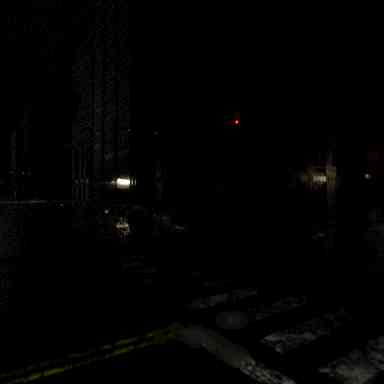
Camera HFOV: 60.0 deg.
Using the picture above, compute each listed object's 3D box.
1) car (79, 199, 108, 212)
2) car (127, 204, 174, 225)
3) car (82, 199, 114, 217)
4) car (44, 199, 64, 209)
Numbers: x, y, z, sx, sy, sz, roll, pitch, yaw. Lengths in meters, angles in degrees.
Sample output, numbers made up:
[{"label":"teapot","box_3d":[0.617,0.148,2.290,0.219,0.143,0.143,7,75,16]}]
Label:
[{"label":"car","box_3d":[-13.081,1.701,43.952,2.128,1.511,4.902,1,-1,-35]},{"label":"car","box_3d":[-3.176,1.611,24.493,1.812,1.442,4.674,1,-1,-37]},{"label":"car","box_3d":[-9.447,1.626,33.313,2.128,1.511,4.902,1,-1,-35]},{"label":"car","box_3d":[-20.436,1.769,48.878,2.033,1.411,5.357,1,-1,-35]}]
